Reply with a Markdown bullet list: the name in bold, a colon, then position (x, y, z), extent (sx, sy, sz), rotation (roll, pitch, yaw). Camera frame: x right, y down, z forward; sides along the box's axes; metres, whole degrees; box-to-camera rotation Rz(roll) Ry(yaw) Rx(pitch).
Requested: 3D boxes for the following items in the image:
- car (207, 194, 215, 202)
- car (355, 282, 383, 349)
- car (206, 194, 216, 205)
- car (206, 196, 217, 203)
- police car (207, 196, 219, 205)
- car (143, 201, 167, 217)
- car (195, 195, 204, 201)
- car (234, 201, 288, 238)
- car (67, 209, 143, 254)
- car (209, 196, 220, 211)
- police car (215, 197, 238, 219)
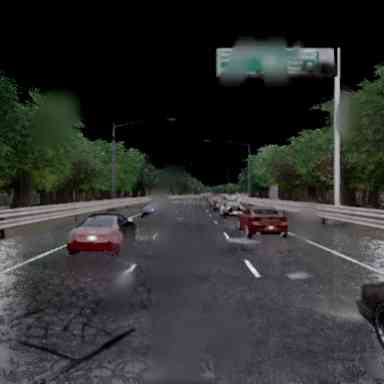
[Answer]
- **car**: position (4.761, 1.414, 83.795), extent (2.150, 2.045, 5.566), rotation (0, 0, 3)
- **car**: position (3.603, 1.541, 2.944), extent (2.033, 1.411, 5.357), rotation (0, 0, -1)
- **car**: position (3.642, 1.367, 51.038), extent (2.097, 1.767, 4.553), rotation (0, 0, 1)
- **car**: position (4.269, 1.620, 72.899), extent (2.163, 1.488, 4.792), rotation (0, 0, 2)
- **police car**: position (3.896, 1.563, 61.970), extent (2.038, 1.542, 4.974), rotation (0, 0, 2)
- **car**: position (-3.408, 1.536, 30.760), extent (1.994, 1.385, 4.181), rotation (0, 0, 0)
- **car**: position (1.735, 1.683, 92.732), extent (2.033, 1.411, 5.357), rotation (0, 0, 4)
- **car**: position (3.595, 1.449, 17.553), extent (1.882, 1.535, 5.008), rotation (0, 0, 0)
- **car**: position (-3.404, 1.539, 13.341), extent (1.994, 1.385, 4.181), rotation (0, 0, 0)
- **car**: position (3.511, 1.534, 40.164), extent (2.033, 1.411, 5.357), rotation (0, 0, 0)
- **police car**: position (3.490, 1.477, 29.223), extent (2.038, 1.542, 4.974), rotation (0, 0, 0)
